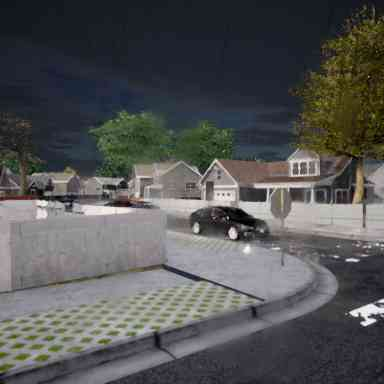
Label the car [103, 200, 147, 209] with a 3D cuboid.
[{"bbox_3d":[-5.932,1.486,27.814,1.837,1.490,4.892,0,0,-35],"label":"car"}]

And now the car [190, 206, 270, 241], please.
[{"bbox_3d":[1.765,1.490,16.876,1.837,1.490,4.892,0,1,-35],"label":"car"}]

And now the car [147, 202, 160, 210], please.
[{"bbox_3d":[-4.892,1.544,31.156,2.033,1.411,5.357,0,0,-35],"label":"car"}]

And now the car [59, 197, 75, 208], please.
[{"bbox_3d":[-17.519,1.470,46.542,2.128,1.511,4.902,0,0,-26],"label":"car"}]
